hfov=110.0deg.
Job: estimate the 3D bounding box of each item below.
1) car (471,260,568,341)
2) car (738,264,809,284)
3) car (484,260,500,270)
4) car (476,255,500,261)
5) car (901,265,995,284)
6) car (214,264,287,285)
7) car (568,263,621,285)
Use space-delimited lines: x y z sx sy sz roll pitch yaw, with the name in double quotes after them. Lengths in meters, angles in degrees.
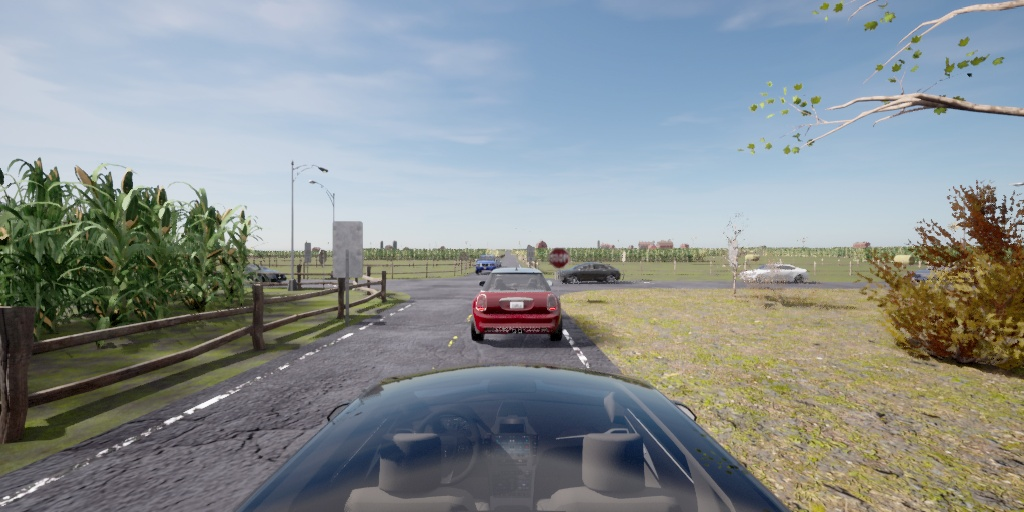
0.110 1.100 10.017 2.097 1.767 4.553 0 0 0 "car"
19.675 1.313 27.062 4.674 1.442 1.812 0 0 0 "car"
-2.772 1.244 50.668 1.994 1.385 4.181 0 0 0 "car"
-2.821 0.927 40.742 2.150 2.045 5.566 0 0 1 "car"
32.885 1.373 27.073 5.357 1.411 2.033 0 0 0 "car"
-17.592 1.253 24.064 4.181 1.385 1.994 0 0 0 "car"
5.479 1.256 26.160 4.892 1.490 1.837 0 0 -13 "car"
